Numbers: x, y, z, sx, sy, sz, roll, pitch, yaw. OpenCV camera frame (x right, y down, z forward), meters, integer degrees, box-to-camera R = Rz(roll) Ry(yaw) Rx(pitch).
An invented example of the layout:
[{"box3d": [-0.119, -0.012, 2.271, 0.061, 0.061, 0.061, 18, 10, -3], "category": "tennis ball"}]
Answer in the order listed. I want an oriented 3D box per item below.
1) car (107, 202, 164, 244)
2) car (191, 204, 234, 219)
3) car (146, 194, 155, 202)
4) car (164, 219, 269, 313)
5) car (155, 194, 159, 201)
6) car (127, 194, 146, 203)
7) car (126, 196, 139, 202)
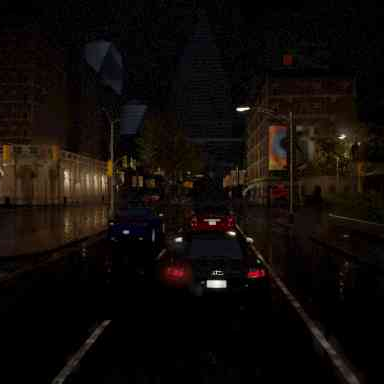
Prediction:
[{"box3d": [-2.525, 1.478, 16.004, 1.882, 1.535, 5.008, 0, 0, 4], "category": "car"}, {"box3d": [1.002, 1.352, 16.402, 2.097, 1.767, 4.553, 0, 0, 3], "category": "car"}, {"box3d": [-10.554, 1.355, 76.202, 2.097, 1.767, 4.553, 0, 0, 3], "category": "car"}, {"box3d": [0.521, 1.564, 7.772, 1.994, 1.385, 4.181, 0, 0, 3], "category": "car"}, {"box3d": [-9.942, 1.355, 86.444, 2.097, 1.767, 4.553, 0, 0, 3], "category": "car"}, {"box3d": [-11.157, 1.505, 66.375, 1.837, 1.490, 4.892, 0, 0, 4], "category": "car"}, {"box3d": [-13.743, 1.595, 77.304, 1.895, 1.301, 4.718, 0, 0, 3], "category": "car"}]
